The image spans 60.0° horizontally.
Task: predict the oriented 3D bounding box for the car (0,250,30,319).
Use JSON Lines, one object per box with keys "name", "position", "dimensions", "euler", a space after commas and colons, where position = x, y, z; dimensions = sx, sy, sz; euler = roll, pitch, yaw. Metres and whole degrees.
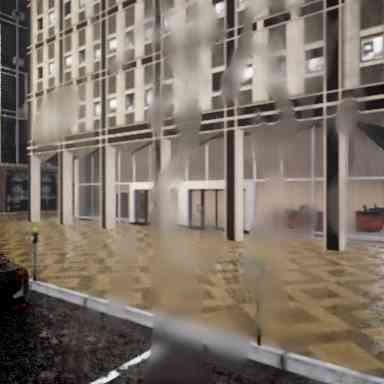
{"name": "car", "position": [-4.781, 1.569, 6.284], "dimensions": [4.313, 1.339, 1.947], "euler": [0, 0, 35]}
